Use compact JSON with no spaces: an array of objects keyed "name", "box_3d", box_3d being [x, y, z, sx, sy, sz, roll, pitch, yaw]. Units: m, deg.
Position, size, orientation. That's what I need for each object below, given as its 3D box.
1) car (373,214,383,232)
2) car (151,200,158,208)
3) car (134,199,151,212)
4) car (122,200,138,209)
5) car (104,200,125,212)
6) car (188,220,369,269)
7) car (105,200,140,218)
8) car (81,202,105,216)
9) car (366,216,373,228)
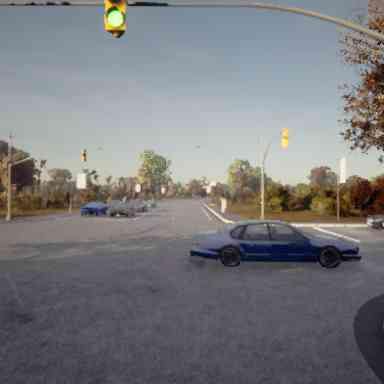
[{"name":"car","box_3d":[12.729,1.650,17.576,4.902,1.511,2.128,0,-1,3]},{"name":"car","box_3d":[-7.087,2.035,56.916,1.812,1.442,4.674,0,-1,1]},{"name":"car","box_3d":[-7.120,1.745,43.913,2.097,1.767,4.553,0,-1,0]},{"name":"car","box_3d":[-10.584,2.110,57.006,1.895,1.301,4.718,0,0,0]},{"name":"car","box_3d":[-10.617,1.915,45.935,1.837,1.490,4.892,0,0,0]},{"name":"car","box_3d":[2.568,1.648,11.039,5.357,1.411,2.033,0,-1,3]},{"name":"car","box_3d":[-7.121,1.858,34.620,2.033,1.411,5.357,0,-1,0]},{"name":"car","box_3d":[-10.619,1.804,36.444,1.882,1.535,5.008,0,-1,0]},{"name":"car","box_3d":[13.568,1.715,21.042,4.674,1.442,1.812,0,-1,5]}]
